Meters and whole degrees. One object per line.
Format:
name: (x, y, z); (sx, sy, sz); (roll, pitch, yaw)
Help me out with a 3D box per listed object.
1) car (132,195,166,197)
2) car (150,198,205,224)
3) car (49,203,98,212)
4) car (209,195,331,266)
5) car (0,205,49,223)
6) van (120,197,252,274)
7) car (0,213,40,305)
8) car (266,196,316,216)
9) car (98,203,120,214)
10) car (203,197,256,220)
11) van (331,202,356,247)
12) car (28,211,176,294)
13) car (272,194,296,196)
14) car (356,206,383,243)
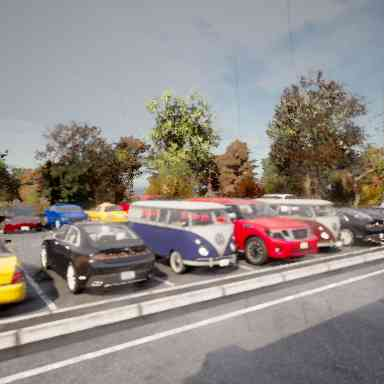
car: (-3.636, 1.263, 24.563); (2.435, 2.045, 5.566); (0, 0, -35)
car: (-1.227, 1.387, 26.196); (2.185, 1.767, 4.553); (0, 0, -35)
car: (-8.066, 1.517, 21.398); (2.097, 1.535, 5.008); (0, 0, -35)
car: (1.792, 1.266, 12.310); (2.435, 2.045, 5.566); (0, 0, -35)
car: (-10.319, 1.548, 19.759); (2.163, 1.488, 4.792); (0, 0, -35)
van: (-0.428, 1.293, 10.629); (1.878, 1.987, 4.442); (0, 0, -35)
car: (-5.146, 1.518, 7.659); (1.946, 1.575, 5.366); (0, 0, -35)
car: (10.137, 1.379, 34.245); (2.185, 1.767, 4.553); (0, 0, -35)
car: (-5.999, 1.513, 23.082); (1.946, 1.575, 5.366); (0, 0, -35)
car: (3.180, 1.384, 29.394); (2.185, 1.767, 4.553); (0, 0, -35)
van: (4.012, 1.290, 13.775); (1.878, 1.987, 4.442); (0, 0, -35)
car: (-2.764, 1.521, 9.111); (2.231, 1.521, 4.892); (0, 0, -35)
car: (7.829, 1.255, 32.684); (2.435, 2.045, 5.566); (0, 0, -35)
car: (6.322, 1.516, 15.545); (2.231, 1.521, 4.892); (0, 0, -35)
